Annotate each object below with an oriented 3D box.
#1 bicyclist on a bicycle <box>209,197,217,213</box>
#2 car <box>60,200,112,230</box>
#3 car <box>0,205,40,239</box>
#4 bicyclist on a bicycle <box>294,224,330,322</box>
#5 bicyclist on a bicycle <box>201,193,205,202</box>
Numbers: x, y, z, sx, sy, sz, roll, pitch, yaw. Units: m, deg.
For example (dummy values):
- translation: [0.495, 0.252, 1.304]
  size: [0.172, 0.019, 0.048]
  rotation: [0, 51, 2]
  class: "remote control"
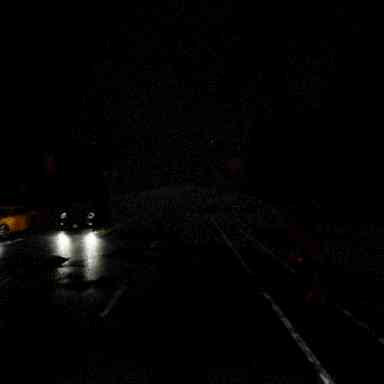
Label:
- translation: [2.233, 1.363, 34.845]
  size: [0.866, 1.612, 1.509]
  rotation: [0, 0, 0]
  class: "bicyclist on a bicycle"
- translation: [-6.581, 1.329, 20.978]
  size: [2.097, 1.767, 4.553]
  rotation: [0, 0, 0]
  class: "car"
- translation: [-9.841, 1.465, 17.431]
  size: [1.882, 1.535, 5.008]
  rotation: [0, 0, 0]
  class: "car"
- translation: [2.264, 1.455, 6.301]
  size: [0.582, 1.620, 1.656]
  rotation: [0, 0, 0]
  class: "bicyclist on a bicycle"
- translation: [2.237, 1.050, 65.118]
  size: [0.866, 1.612, 1.509]
  rotation: [0, 1, 0]
  class: "bicyclist on a bicycle"
